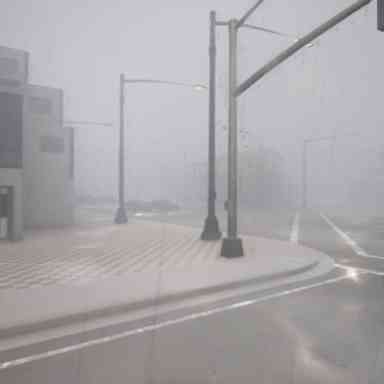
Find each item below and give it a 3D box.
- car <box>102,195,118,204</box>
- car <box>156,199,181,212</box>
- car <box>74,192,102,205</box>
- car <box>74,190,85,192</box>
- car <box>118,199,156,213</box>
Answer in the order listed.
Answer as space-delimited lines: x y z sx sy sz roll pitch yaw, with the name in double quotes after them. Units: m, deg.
-13.093 1.219 52.667 1.895 1.301 4.718 1 1 -36 "car"
-3.504 1.549 39.401 2.033 1.411 5.357 0 1 -36 "car"
-16.118 1.131 50.871 2.033 1.411 5.357 1 1 -36 "car"
-22.203 0.544 65.394 2.150 2.045 5.566 1 0 -36 "car"
-6.195 1.545 37.155 1.994 1.385 4.181 0 1 -36 "car"
